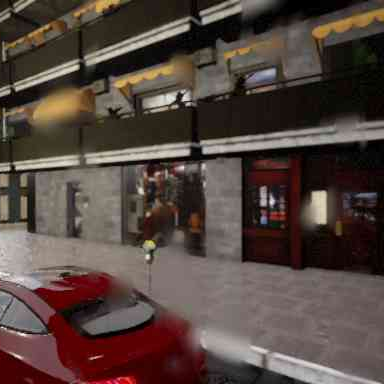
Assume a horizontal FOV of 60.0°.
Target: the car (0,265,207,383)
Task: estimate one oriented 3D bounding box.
[{"bbox_3d":[-1.798,1.575,4.010,4.206,1.307,1.802,0,0,36],"label":"car"}]
